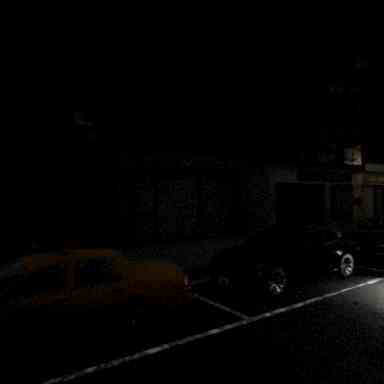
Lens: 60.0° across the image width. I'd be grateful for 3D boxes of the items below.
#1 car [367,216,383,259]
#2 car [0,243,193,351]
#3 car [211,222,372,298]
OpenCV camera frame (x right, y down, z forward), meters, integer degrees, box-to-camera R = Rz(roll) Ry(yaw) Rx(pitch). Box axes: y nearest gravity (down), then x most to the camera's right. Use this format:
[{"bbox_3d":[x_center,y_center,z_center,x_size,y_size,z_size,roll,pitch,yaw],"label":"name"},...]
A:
[{"bbox_3d":[7.094,1.539,11.827,4.507,1.381,1.887,0,0,-36],"label":"car"},{"bbox_3d":[-2.273,1.525,5.145,4.829,1.417,1.752,0,0,-36],"label":"car"},{"bbox_3d":[2.480,1.563,8.535,4.313,1.339,1.947,0,0,-36],"label":"car"}]
